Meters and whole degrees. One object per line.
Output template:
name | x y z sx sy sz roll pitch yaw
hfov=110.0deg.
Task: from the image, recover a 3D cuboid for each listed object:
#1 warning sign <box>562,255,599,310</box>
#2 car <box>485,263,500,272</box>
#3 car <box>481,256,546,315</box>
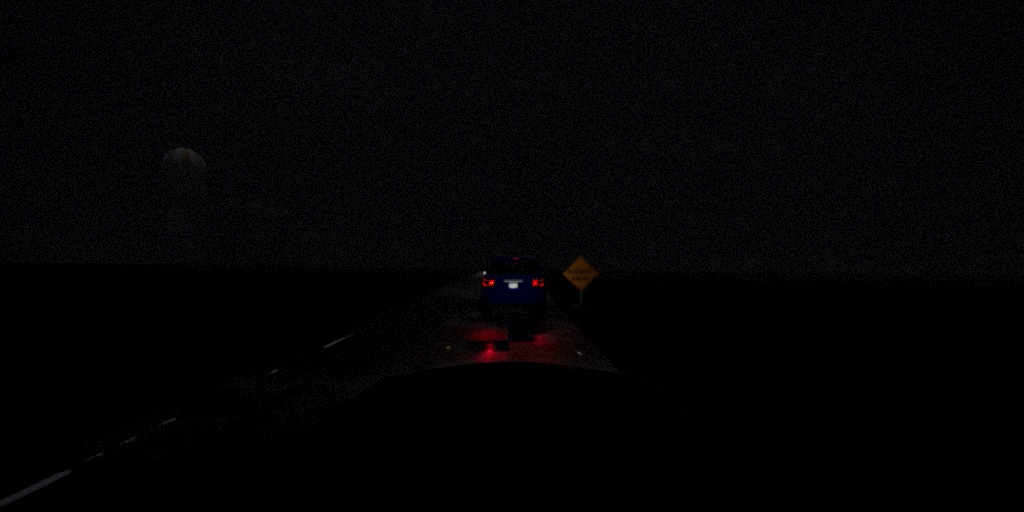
warning sign | 2.449 0.893 12.611 1.300 1.860 1.060 0 0 0
car | -2.832 1.679 52.748 1.895 1.301 4.718 0 -1 0
car | 0.063 1.004 13.791 2.150 2.045 5.566 0 0 0
